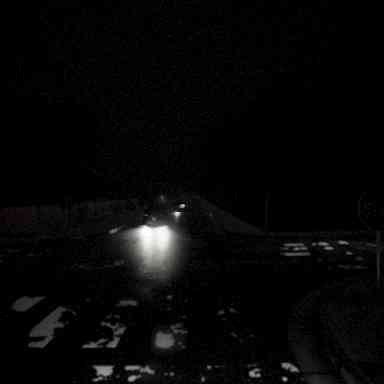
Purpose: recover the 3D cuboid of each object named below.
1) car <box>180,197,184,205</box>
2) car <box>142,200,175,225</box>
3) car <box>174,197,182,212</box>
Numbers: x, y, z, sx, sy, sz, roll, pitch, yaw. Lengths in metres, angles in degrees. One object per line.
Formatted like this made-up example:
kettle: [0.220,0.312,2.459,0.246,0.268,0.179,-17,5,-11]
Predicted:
car: [-2.639,1.723,67.680,2.097,1.767,4.553,0,0,0]
car: [-2.706,1.668,26.020,2.128,1.511,4.902,0,0,0]
car: [-2.678,1.799,43.347,1.812,1.442,4.674,0,0,0]
